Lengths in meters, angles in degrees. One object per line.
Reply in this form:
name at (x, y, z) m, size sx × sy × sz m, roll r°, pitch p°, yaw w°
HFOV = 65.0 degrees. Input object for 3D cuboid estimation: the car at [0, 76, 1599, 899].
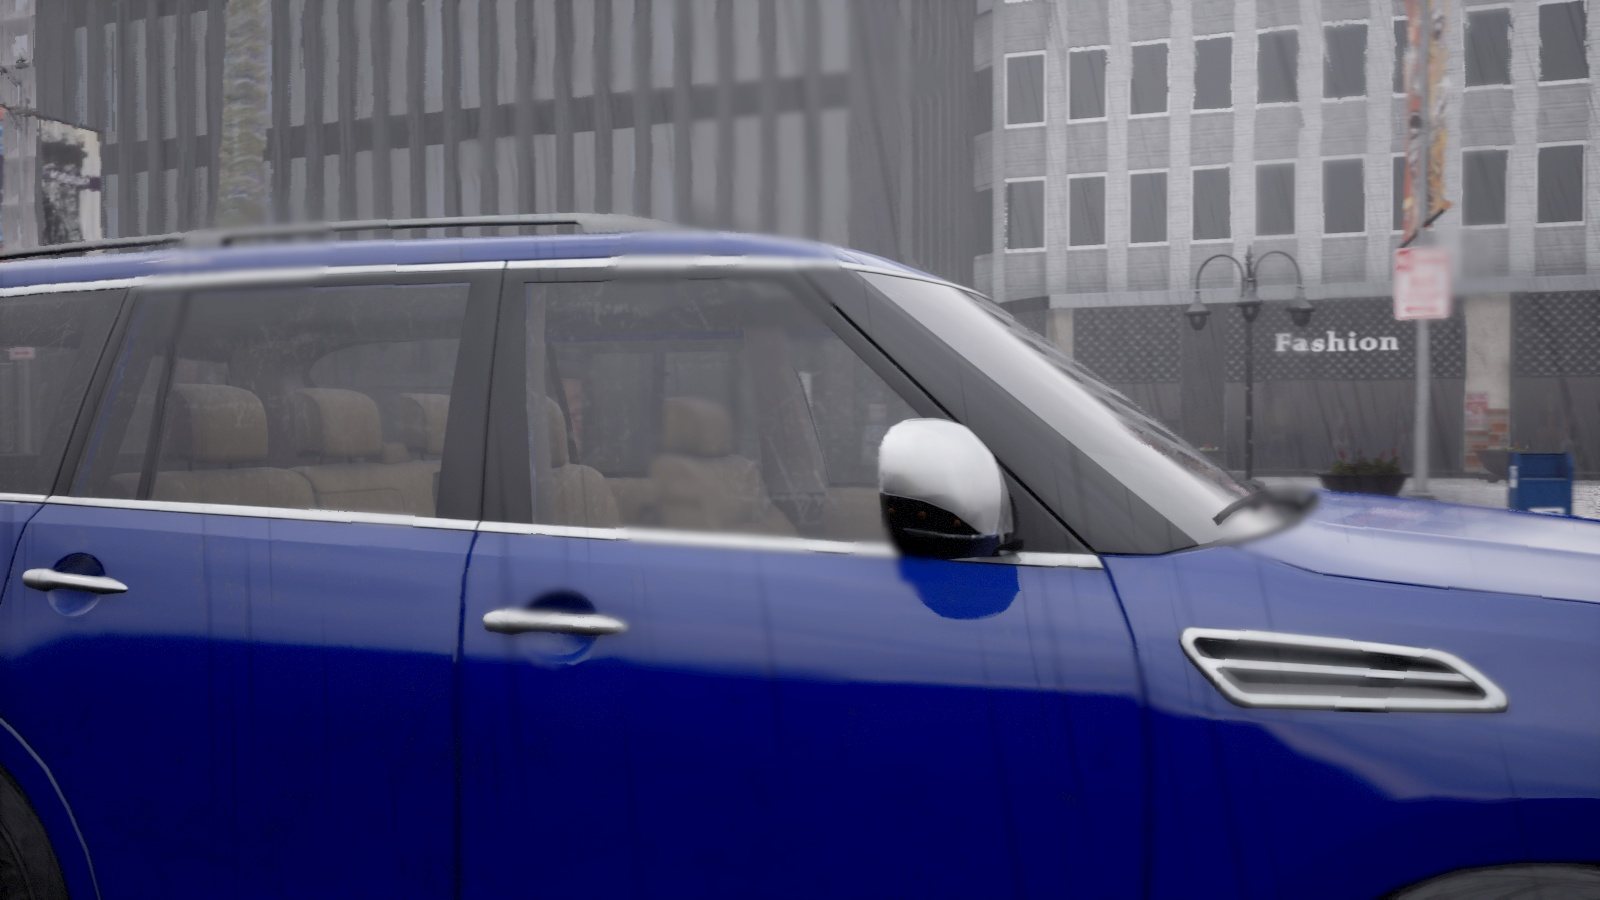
car at (-0.237, 0.492, 3.268) m, size 5.566 × 2.045 × 2.150 m, roll 1°, pitch 1°, yaw 18°
